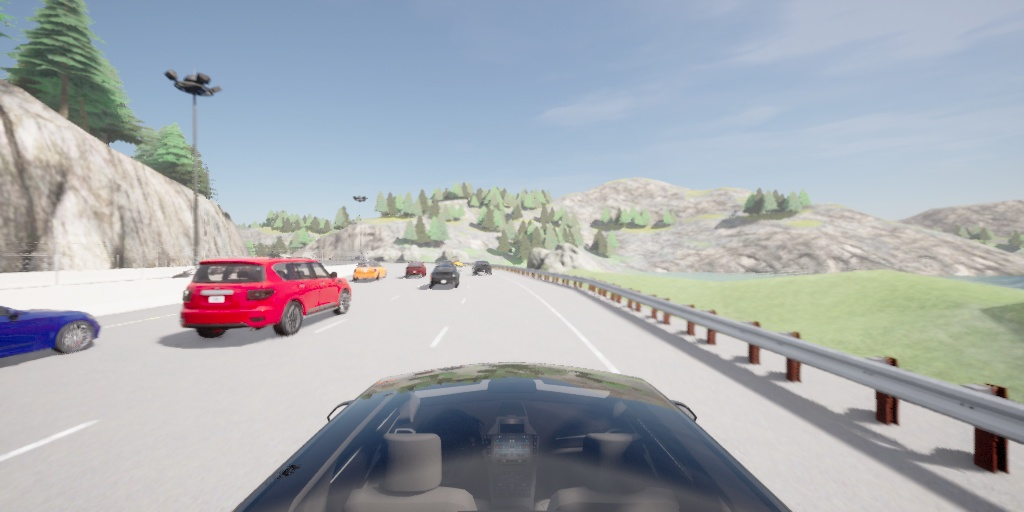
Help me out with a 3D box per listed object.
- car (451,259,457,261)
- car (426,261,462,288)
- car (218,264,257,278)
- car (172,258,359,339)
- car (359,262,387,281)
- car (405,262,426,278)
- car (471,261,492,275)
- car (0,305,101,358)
[{"bbox_3d":[-9.357,1.392,50.791,1.837,1.490,4.892,0,0,-15],"label":"car"},{"bbox_3d":[-4.541,1.321,24.613,1.837,1.490,4.892,0,0,-7],"label":"car"},{"bbox_3d":[-32.866,1.723,43.084,1.837,1.490,4.892,-1,0,-14],"label":"car"},{"bbox_3d":[-6.801,1.065,10.727,2.150,2.045,5.566,0,0,-4],"label":"car"},{"bbox_3d":[-12.640,1.278,32.113,2.097,1.767,4.553,-1,0,-10],"label":"car"},{"bbox_3d":[-9.905,1.368,37.113,1.882,1.535,5.008,0,0,-11],"label":"car"},{"bbox_3d":[-3.456,1.308,40.293,1.837,1.490,4.892,0,-1,-12],"label":"car"},{"bbox_3d":[-10.342,1.415,6.242,1.812,1.442,4.674,0,0,-2],"label":"car"}]
